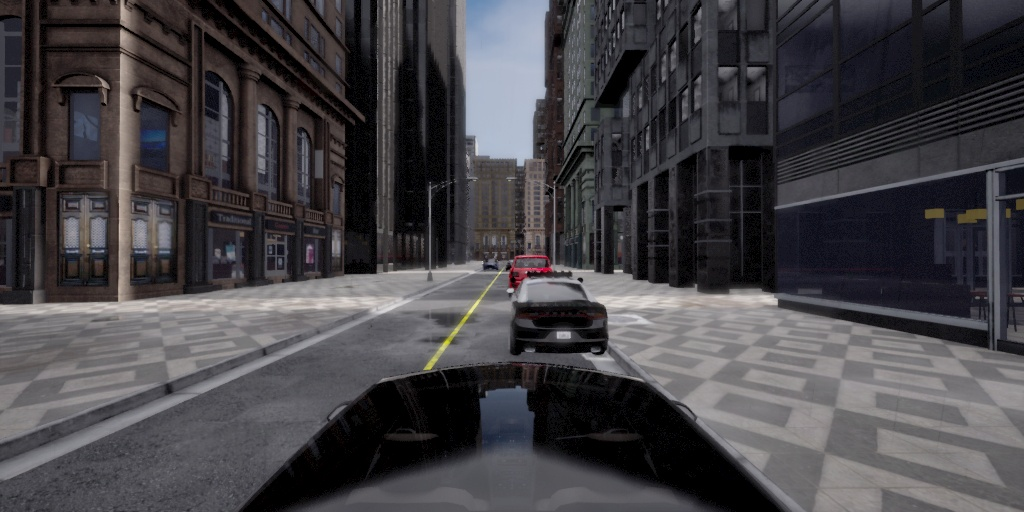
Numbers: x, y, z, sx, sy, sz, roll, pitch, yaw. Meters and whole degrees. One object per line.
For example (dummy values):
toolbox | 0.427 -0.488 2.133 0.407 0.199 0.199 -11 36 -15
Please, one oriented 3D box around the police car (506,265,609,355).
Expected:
police car | 0.906 1.179 8.844 1.930 1.638 5.238 0 0 0

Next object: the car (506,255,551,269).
car | 0.919 0.985 18.765 2.150 2.045 5.566 0 0 0

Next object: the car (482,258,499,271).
car | -2.944 1.169 50.073 2.097 1.767 4.553 0 0 0
